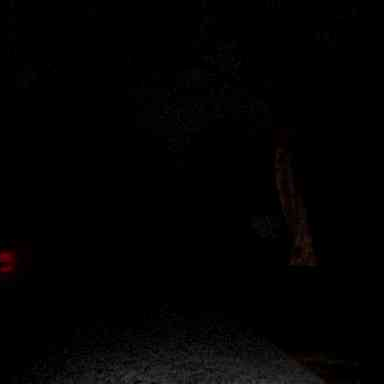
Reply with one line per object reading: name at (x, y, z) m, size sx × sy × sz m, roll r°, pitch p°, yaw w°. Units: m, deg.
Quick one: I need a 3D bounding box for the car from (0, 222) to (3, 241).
car at (-10.068, 1.493, 14.739) m, size 4.674 × 1.442 × 1.812 m, roll 1°, pitch 1°, yaw 39°
